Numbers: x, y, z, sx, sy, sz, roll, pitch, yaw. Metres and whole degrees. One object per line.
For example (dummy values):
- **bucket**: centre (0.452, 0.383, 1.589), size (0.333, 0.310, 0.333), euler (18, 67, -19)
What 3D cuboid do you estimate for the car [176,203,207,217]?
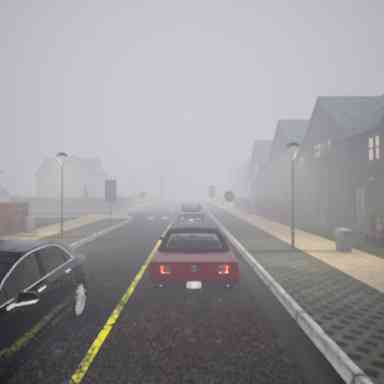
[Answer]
- **car**: centre (-0.039, 1.490, 22.583), size (2.128, 1.511, 4.902), euler (0, 0, 0)

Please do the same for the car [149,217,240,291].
- **car**: centre (0.038, 1.600, 8.988), size (1.895, 1.301, 4.718), euler (0, 0, 0)

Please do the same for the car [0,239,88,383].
- **car**: centre (-2.869, 1.505, 4.493), size (1.837, 1.490, 4.892), euler (0, 0, 0)
